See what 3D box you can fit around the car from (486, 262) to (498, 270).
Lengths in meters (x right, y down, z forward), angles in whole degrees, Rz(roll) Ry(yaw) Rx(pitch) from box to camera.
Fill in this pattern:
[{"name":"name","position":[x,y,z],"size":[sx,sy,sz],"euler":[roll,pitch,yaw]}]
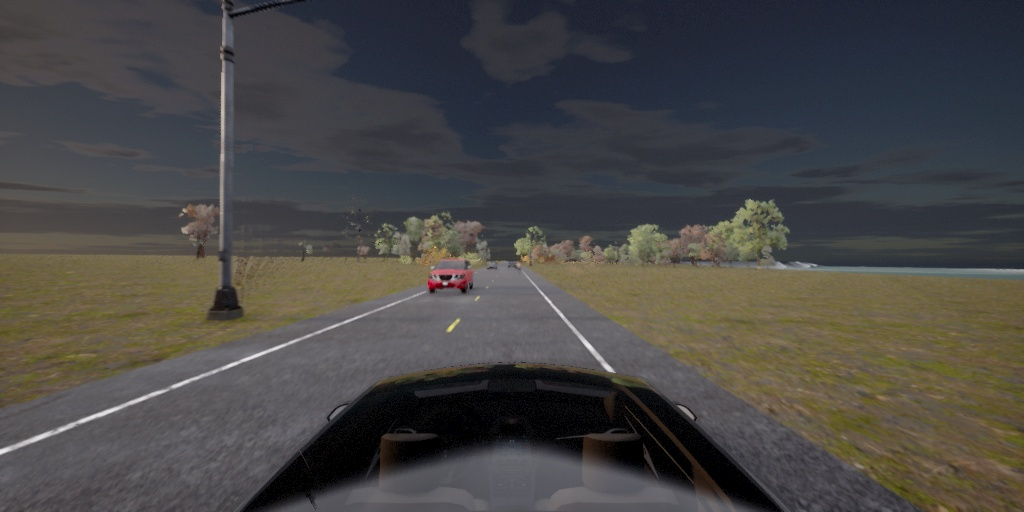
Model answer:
[{"name":"car","position":[-3.521,1.802,64.143],"size":[1.837,1.490,4.892],"euler":[0,0,0]}]

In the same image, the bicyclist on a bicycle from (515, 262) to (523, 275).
[{"name":"bicyclist on a bicycle","position":[0.957,1.569,45.169],"size":[0.866,1.612,1.509],"euler":[0,-1,0]}]

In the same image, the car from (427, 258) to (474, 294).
[{"name":"car","position":[-3.600,1.153,22.111],"size":[2.150,2.045,5.566],"euler":[0,0,0]}]
